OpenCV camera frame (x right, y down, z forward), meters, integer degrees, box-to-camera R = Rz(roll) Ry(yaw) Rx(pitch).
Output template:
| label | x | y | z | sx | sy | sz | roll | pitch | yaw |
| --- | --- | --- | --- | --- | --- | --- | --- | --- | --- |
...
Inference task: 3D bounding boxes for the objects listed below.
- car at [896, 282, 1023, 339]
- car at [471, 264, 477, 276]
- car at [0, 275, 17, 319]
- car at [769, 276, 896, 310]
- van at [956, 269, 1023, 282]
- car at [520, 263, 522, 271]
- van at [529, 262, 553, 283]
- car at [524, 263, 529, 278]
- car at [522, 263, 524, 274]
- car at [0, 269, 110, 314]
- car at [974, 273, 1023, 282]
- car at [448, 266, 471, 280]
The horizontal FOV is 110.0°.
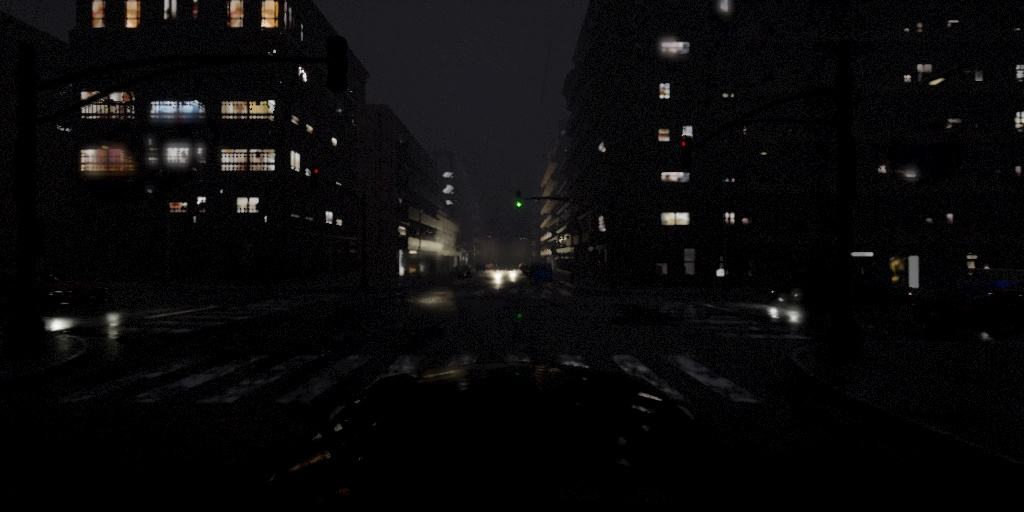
| label | x | y | z | sx | sy | sz | roll | pitch | yaw |
| --- | --- | --- | --- | --- | --- | --- | --- | --- | --- |
| car | 14.709 | 1.615 | 10.604 | 4.507 | 1.381 | 1.888 | 0 | 0 | 0 |
| car | -5.845 | 1.917 | 44.443 | 1.948 | 1.339 | 4.313 | 0 | 0 | 0 |
| car | -17.743 | 1.334 | 10.661 | 4.207 | 1.307 | 1.802 | 0 | 0 | 0 |
| car | 14.975 | 1.647 | 16.406 | 5.357 | 1.411 | 2.033 | 1 | 0 | 0 |
| van | 26.093 | 1.570 | 18.954 | 3.998 | 1.789 | 1.690 | 0 | 0 | 0 |
| car | 2.677 | 1.962 | 55.433 | 1.967 | 1.591 | 4.097 | 0 | 0 | 0 |
| van | 2.812 | 1.527 | 33.378 | 1.690 | 1.789 | 3.998 | 0 | 0 | 0 |
| car | 2.723 | 1.582 | 38.874 | 2.192 | 1.841 | 5.009 | 0 | 0 | 0 |
| car | 2.679 | 1.960 | 50.081 | 1.751 | 1.417 | 4.829 | 0 | 0 | 0 |
| car | -17.991 | 1.240 | 13.254 | 5.008 | 1.535 | 1.882 | 1 | 0 | 0 |
| car | 24.884 | 1.709 | 16.388 | 4.892 | 1.490 | 1.837 | 1 | 0 | 0 |
| car | -5.844 | 1.851 | 38.922 | 1.802 | 1.307 | 4.207 | 0 | 0 | 0 |
